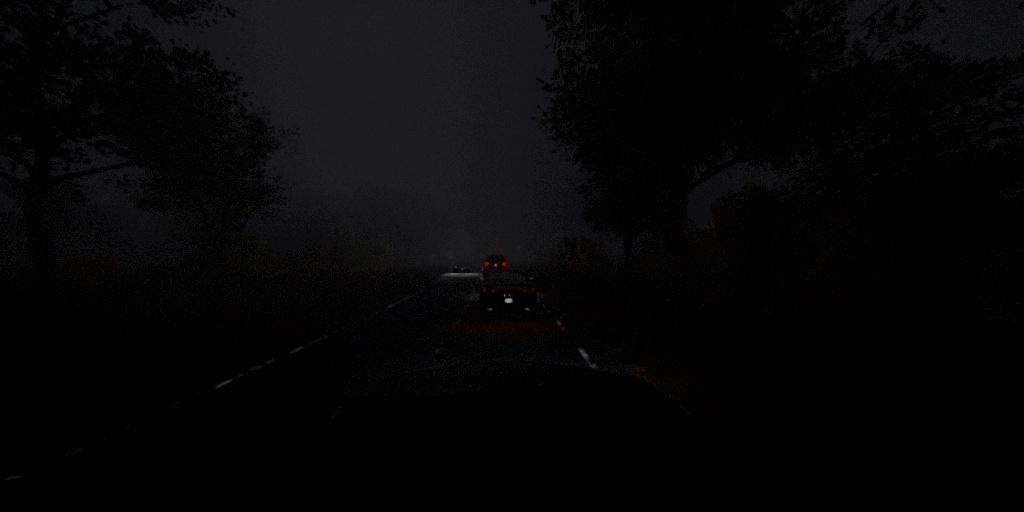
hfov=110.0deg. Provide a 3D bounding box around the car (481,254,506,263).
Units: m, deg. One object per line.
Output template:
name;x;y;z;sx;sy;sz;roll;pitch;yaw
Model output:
car;-1.689;0.872;33.800;2.150;2.045;5.566;0;0;-6

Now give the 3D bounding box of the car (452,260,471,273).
car;-5.642;1.163;40.604;1.812;1.442;4.674;0;0;-7

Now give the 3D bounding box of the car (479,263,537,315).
car;-0.194;1.191;13.370;1.882;1.535;5.008;0;0;-2
